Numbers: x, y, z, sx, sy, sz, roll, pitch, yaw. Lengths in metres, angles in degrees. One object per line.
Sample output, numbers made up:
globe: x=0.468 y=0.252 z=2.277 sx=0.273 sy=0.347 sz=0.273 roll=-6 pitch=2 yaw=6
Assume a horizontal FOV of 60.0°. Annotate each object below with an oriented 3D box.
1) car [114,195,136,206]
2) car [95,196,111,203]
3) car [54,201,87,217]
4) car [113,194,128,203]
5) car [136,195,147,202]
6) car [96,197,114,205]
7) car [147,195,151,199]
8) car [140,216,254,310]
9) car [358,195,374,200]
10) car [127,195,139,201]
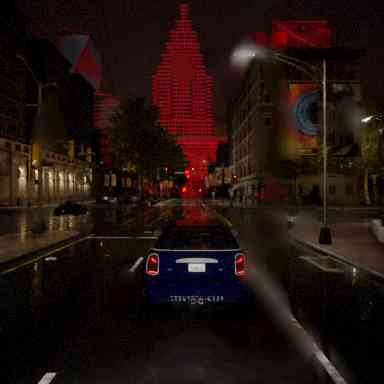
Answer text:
car: x=-11.394 y=1.526 z=56.816 sx=1.812 sy=1.442 sz=4.674 roll=0 pitch=0 yaw=0
car: x=-18.025 y=1.595 z=67.492 sx=1.895 sy=1.301 sz=4.718 roll=0 pitch=0 yaw=0
car: x=-11.498 y=1.564 z=31.645 sx=1.994 sy=1.385 sz=4.181 roll=0 pitch=0 yaw=0
car: x=-14.770 y=1.355 z=69.114 sx=2.097 sy=1.767 sz=4.553 roll=0 pitch=0 yaw=0
car: x=-11.266 y=1.478 z=70.352 sx=1.882 sy=1.535 sz=5.008 roll=0 pitch=0 yaw=0
car: x=-14.884 y=1.547 z=57.990 sx=2.033 sy=1.411 sz=5.357 roll=0 pitch=0 yaw=0
car: x=-11.218 y=1.552 z=84.462 sx=1.994 sy=1.385 sz=4.181 roll=0 pitch=0 yaw=0
car: x=0.100 y=1.352 z=7.983 sx=2.097 sy=1.767 sz=4.553 roll=0 pitch=0 yaw=0
car: x=34.674 y=1.481 z=68.709 sx=2.231 sy=1.521 sz=4.892 roll=0 pitch=0 yaw=0
car: x=-14.723 y=1.525 z=83.076 sx=2.128 sy=1.511 sz=4.902 roll=0 pitch=0 yaw=0
